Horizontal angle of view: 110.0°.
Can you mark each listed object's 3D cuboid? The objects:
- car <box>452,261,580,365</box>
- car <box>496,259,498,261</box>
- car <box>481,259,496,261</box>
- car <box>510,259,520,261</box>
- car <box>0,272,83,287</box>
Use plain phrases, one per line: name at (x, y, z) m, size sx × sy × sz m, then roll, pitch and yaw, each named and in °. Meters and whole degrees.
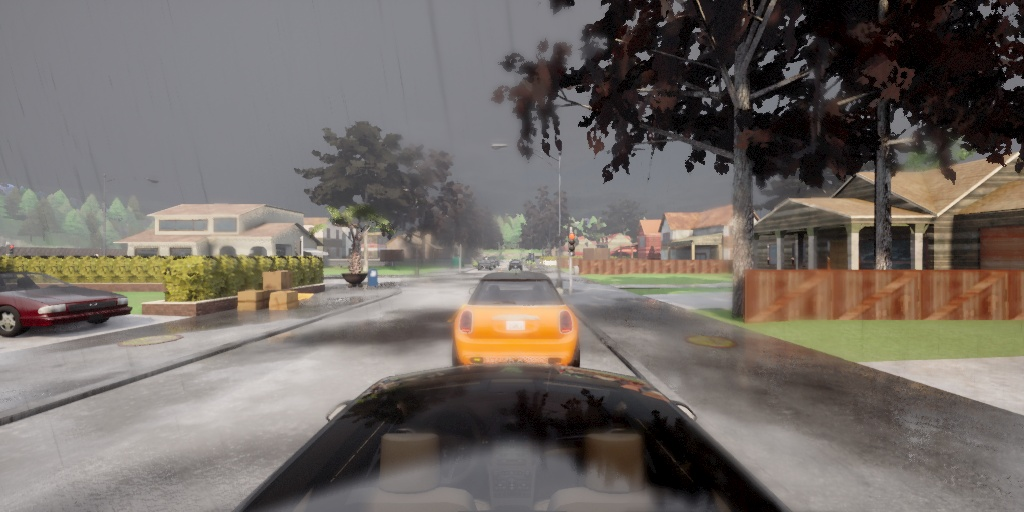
car at (0.096, 1.102, 7.713) m, size 2.097 × 1.767 × 4.553 m, roll 0°, pitch 0°, yaw 1°
car at (-3.600, 1.241, 59.260) m, size 2.128 × 1.511 × 4.902 m, roll 0°, pitch 0°, yaw 1°
car at (-3.692, 1.255, 49.920) m, size 1.837 × 1.490 × 4.892 m, roll 0°, pitch 0°, yaw 1°
car at (0.528, 1.275, 52.573) m, size 1.812 × 1.442 × 4.674 m, roll 0°, pitch 0°, yaw 1°
car at (-34.451, 1.314, 26.602) m, size 4.181 × 1.385 × 1.994 m, roll 0°, pitch 0°, yaw 0°
